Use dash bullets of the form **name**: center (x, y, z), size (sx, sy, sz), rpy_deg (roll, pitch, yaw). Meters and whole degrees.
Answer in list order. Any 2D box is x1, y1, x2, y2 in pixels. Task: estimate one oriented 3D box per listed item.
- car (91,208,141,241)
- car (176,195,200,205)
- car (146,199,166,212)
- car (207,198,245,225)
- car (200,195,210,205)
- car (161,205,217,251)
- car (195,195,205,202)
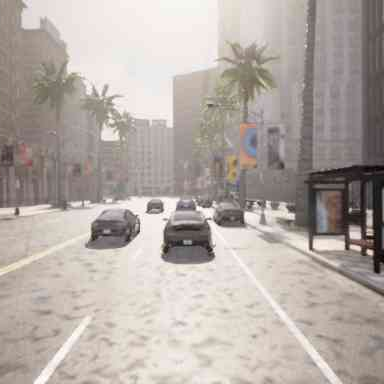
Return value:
- **car**: center (-3.728, 1.546, 16.702), size (1.812, 1.442, 4.674), rpy_deg (0, 0, -1)
- **car**: center (-0.610, 1.360, 34.101), size (2.097, 1.767, 4.553), rpy_deg (0, 0, -1)
- **car**: center (-4.211, 1.531, 38.822), size (1.837, 1.490, 4.892), rpy_deg (0, 0, -1)
- **car**: center (2.595, 1.472, 24.061), size (2.231, 1.521, 4.892), rpy_deg (0, 0, -1)
- **car**: center (1.971, 1.352, 53.429), size (2.185, 1.767, 4.553), rpy_deg (0, 0, -1)
- **car**: center (-0.192, 1.508, 14.035), size (1.837, 1.490, 4.892), rpy_deg (0, 0, -1)
- **car**: center (1.807, 1.515, 75.360), size (2.161, 1.482, 4.786), rpy_deg (0, 0, -1)
